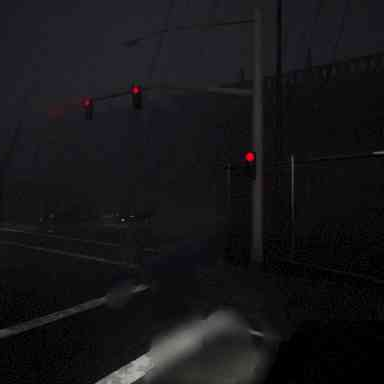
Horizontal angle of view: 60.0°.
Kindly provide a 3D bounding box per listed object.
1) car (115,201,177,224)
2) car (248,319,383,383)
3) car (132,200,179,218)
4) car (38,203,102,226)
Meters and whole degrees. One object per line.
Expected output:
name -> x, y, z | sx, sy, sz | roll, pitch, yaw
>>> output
car -> -3.366, 1.603, 25.837 | 2.033, 1.411, 5.357 | 0, 0, 35
car -> 2.971, 1.547, 1.848 | 5.357, 1.411, 2.033 | 0, 0, 36
car -> -3.391, 1.581, 31.832 | 1.812, 1.442, 4.674 | 0, 0, 36
car -> -8.769, 1.581, 24.312 | 1.812, 1.442, 4.674 | 0, 0, 37
